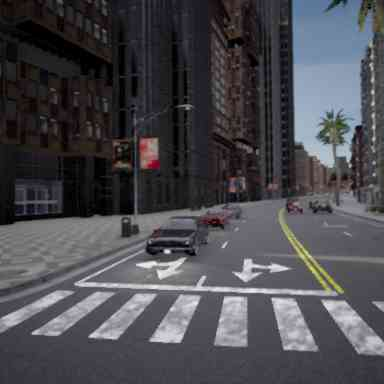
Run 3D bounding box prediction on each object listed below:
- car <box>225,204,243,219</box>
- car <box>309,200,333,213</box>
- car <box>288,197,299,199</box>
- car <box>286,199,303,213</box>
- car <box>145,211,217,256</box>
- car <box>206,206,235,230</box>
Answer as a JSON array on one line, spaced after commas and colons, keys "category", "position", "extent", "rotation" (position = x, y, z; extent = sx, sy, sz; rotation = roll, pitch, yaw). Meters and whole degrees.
[{"category": "car", "position": [4.091, 1.947, 34.120], "extent": [2.128, 1.511, 4.902], "rotation": [-1, -1, 15]}, {"category": "car", "position": [16.501, 1.734, 42.275], "extent": [2.097, 1.767, 4.553], "rotation": [-1, -1, 16]}, {"category": "car", "position": [15.985, 1.732, 52.322], "extent": [2.150, 2.045, 5.566], "rotation": [-1, -1, 18]}, {"category": "car", "position": [13.271, 1.962, 42.789], "extent": [1.812, 1.442, 4.674], "rotation": [-1, -1, 17]}, {"category": "car", "position": [-0.364, 1.783, 14.539], "extent": [2.033, 1.411, 5.357], "rotation": [-1, -1, 11]}, {"category": "car", "position": [1.717, 1.948, 24.261], "extent": [1.895, 1.301, 4.718], "rotation": [-1, -1, 13]}]
